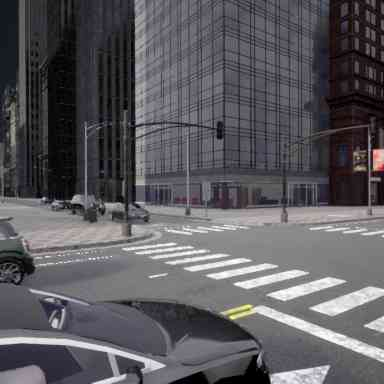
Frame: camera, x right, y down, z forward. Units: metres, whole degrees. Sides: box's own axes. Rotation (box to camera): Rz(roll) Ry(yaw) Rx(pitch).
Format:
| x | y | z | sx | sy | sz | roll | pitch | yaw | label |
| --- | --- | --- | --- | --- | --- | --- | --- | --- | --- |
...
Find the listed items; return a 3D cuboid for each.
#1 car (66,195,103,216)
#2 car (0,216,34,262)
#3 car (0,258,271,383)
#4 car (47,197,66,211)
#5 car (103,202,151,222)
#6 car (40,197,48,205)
| x | y | z | sx | sy | sz | roll | pitch | yaw | label |
| --- | --- | --- | --- | --- | --- | --- | --- | --- | --- |
| -10.740 | 1.294 | 34.130 | 2.150 | 2.045 | 5.566 | 0 | 0 | -36 | car |
| -6.049 | 1.352 | 7.346 | 4.553 | 1.767 | 2.097 | 0 | 0 | -36 | car |
| -1.493 | 1.491 | 2.373 | 4.902 | 1.511 | 2.128 | 0 | 0 | -36 | car |
| -16.541 | 1.660 | 42.328 | 1.994 | 1.385 | 4.181 | 0 | 0 | -36 | car |
| -4.991 | 1.555 | 26.028 | 1.837 | 1.490 | 4.892 | 0 | 0 | -35 | car |
| -27.626 | 1.652 | 63.473 | 1.837 | 1.490 | 4.892 | 0 | 0 | -35 | car |
